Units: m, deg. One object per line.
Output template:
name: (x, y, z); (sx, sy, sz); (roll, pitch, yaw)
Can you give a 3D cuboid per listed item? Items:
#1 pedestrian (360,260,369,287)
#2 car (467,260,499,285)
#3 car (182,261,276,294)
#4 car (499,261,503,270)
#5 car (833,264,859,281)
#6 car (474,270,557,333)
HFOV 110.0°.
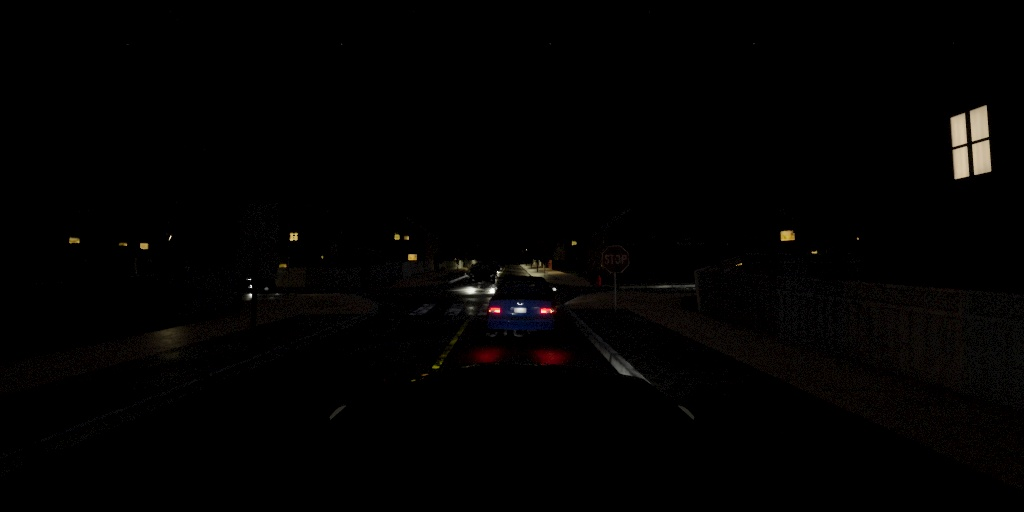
pedestrian: (-9.792, 1.148, 23.672); (0.375, 1.860, 0.375); (0, -3, -1)
car: (-2.351, 1.291, 27.359); (1.882, 1.535, 5.008); (0, 0, -7)
car: (-14.476, 1.060, 17.999); (4.553, 1.767, 2.097); (0, -3, 2)
car: (-2.751, 1.391, 53.271); (1.882, 1.535, 5.008); (0, 0, 0)
car: (25.626, 1.280, 26.950); (4.892, 1.490, 1.837); (0, -3, -19)
car: (0.375, 1.310, 10.809); (2.033, 1.411, 5.357); (0, 0, 4)
